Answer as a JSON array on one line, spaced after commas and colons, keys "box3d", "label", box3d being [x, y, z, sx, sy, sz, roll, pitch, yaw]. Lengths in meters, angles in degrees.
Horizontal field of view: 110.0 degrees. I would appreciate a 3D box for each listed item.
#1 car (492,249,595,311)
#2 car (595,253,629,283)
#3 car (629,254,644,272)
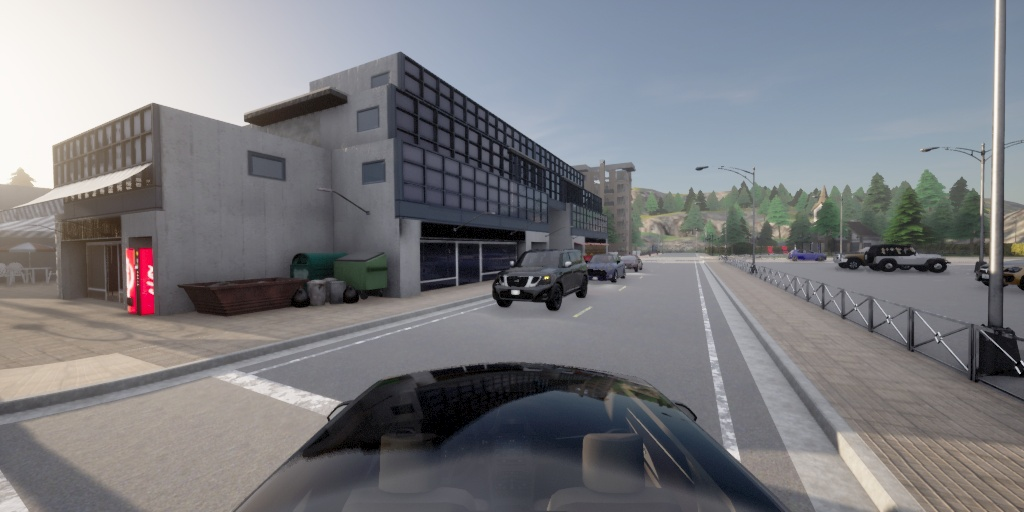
[{"box3d": [1.350, 0.743, 13.816, 2.150, 2.045, 5.566, 0, 1, 27], "label": "car"}, {"box3d": [5.776, 0.651, 22.600, 2.097, 1.767, 4.553, 0, 1, 27], "label": "car"}, {"box3d": [10.385, 0.594, 31.736, 1.812, 1.442, 4.674, 0, 1, 27], "label": "car"}]
